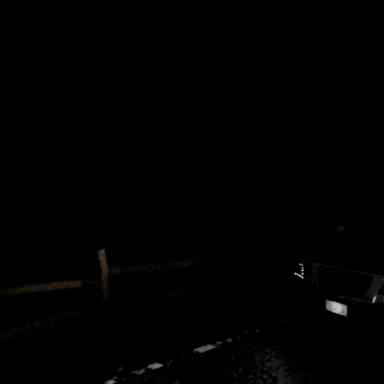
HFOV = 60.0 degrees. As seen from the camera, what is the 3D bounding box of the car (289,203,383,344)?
[{"bbox_3d":[4.200,1.223,6.060,5.566,2.045,2.150,1,0,-35],"label":"car"}]
